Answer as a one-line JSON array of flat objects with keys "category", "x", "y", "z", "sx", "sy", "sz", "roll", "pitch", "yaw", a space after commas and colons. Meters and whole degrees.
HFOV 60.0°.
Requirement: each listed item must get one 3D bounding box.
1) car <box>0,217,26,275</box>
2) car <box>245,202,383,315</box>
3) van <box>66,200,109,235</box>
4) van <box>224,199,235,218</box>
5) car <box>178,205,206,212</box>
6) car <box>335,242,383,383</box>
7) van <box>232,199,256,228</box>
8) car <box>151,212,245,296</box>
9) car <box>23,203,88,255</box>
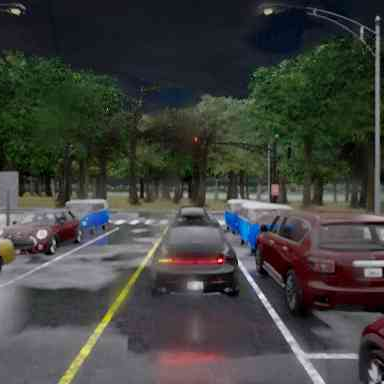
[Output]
[{"category": "car", "x": -5.769, "y": 1.518, "z": 7.271, "sx": 1.752, "sy": 1.417, "sz": 4.829, "roll": 0, "pitch": 0, "yaw": 0}, {"category": "car", "x": 2.756, "y": 1.307, "z": 7.449, "sx": 2.192, "sy": 1.841, "sz": 5.009, "roll": 0, "pitch": 0, "yaw": 0}, {"category": "van", "x": -5.780, "y": 1.323, "z": 18.316, "sx": 1.690, "sy": 1.788, "sz": 3.998, "roll": 0, "pitch": 0, "yaw": 0}, {"category": "van", "x": 2.746, "y": 1.323, "z": 18.324, "sx": 1.690, "sy": 1.788, "sz": 3.998, "roll": 0, "pitch": 0, "yaw": 0}, {"category": "car", "x": -0.004, "y": 1.487, "z": 18.023, "sx": 1.837, "sy": 1.490, "sz": 4.892, "roll": 0, "pitch": 0, "yaw": -1}, {"category": "car", "x": 2.761, "y": 1.438, "z": 2.011, "sx": 1.967, "sy": 1.590, "sz": 4.097, "roll": 0, "pitch": 0, "yaw": 0}, {"category": "van", "x": 2.751, "y": 1.328, "z": 12.886, "sx": 1.690, "sy": 1.788, "sz": 3.998, "roll": 0, "pitch": 0, "yaw": 0}, {"category": "car", "x": 0.070, "y": 1.496, "z": 8.619, "sx": 1.837, "sy": 1.490, "sz": 4.892, "roll": 0, "pitch": 0, "yaw": 0}, {"category": "car", "x": -5.774, "y": 1.427, "z": 12.878, "sx": 1.967, "sy": 1.590, "sz": 4.097, "roll": 0, "pitch": 0, "yaw": 0}]
